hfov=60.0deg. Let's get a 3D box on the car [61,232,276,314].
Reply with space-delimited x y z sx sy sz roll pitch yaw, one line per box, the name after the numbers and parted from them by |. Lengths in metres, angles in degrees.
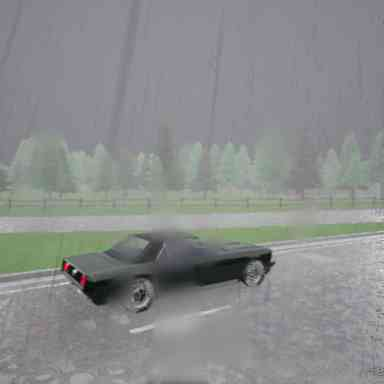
-0.320 1.576 7.577 4.718 1.301 1.895 0 0 -34 | car
